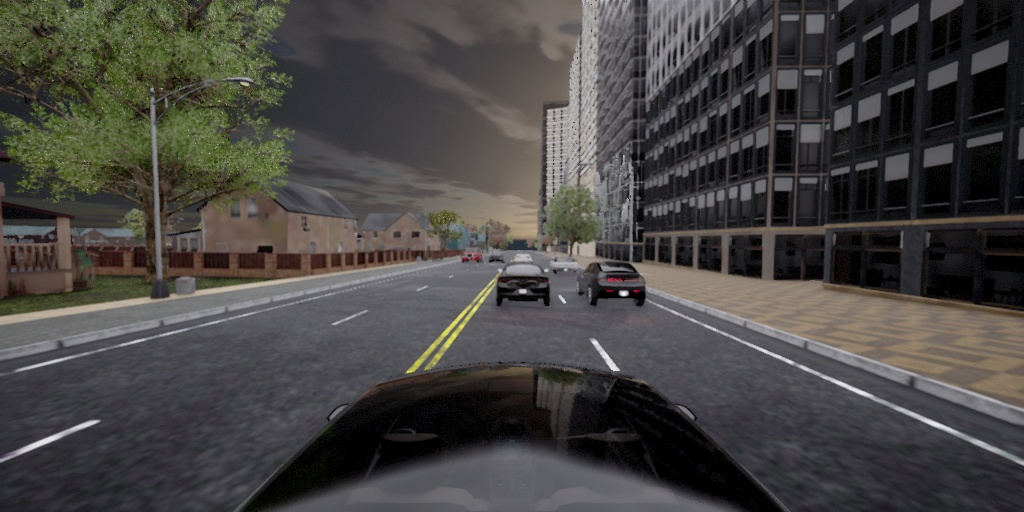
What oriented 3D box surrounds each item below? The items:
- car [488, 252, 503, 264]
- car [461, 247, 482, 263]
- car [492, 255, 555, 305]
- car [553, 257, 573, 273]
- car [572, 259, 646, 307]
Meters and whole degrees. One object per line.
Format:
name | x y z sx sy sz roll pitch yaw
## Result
car | -1.968 0.220 46.683 2.033 1.411 5.357 0 1 2
car | -5.198 -0.130 47.167 2.150 2.045 5.566 0 1 2
car | 0.440 0.927 14.148 1.882 1.535 5.008 0 2 2
car | 4.167 0.702 29.399 1.895 1.301 4.718 0 1 2
car | 3.683 0.968 13.929 1.837 1.490 4.892 0 0 2
